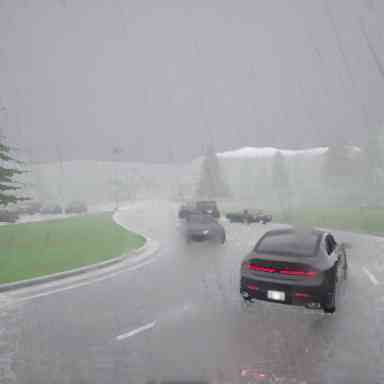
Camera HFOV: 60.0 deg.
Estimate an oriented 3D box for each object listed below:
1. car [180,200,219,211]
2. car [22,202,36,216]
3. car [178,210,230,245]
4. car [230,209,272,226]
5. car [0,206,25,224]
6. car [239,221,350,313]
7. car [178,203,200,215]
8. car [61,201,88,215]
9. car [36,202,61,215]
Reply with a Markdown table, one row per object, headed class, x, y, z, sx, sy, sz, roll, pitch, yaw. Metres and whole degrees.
| class | x | y | z | sx | sy | sz | roll | pitch | yaw |
| --- | --- | --- | --- | --- | --- | --- | --- | --- | --- |
| car | 0.544 | 1.756 | 28.878 | 2.150 | 2.045 | 5.566 | -1 | -1 | -19 |
| car | -25.013 | 2.551 | 51.516 | 2.150 | 2.045 | 5.566 | -1 | -1 | -1 |
| car | 0.431 | 1.891 | 17.582 | 1.994 | 1.385 | 4.181 | -1 | -1 | -7 |
| car | 4.620 | 2.055 | 27.784 | 1.895 | 1.301 | 4.718 | 0 | -1 | -20 |
| car | -18.863 | 2.422 | 31.762 | 2.033 | 1.411 | 5.357 | -1 | -1 | 10 |
| car | 2.639 | 1.624 | 8.087 | 1.837 | 1.490 | 4.892 | 0 | -1 | 28 |
| car | -0.535 | 2.365 | 46.396 | 2.128 | 1.511 | 4.902 | -1 | -1 | -12 |
| car | -18.032 | 2.458 | 52.060 | 2.150 | 2.045 | 5.566 | -1 | -1 | -1 |
| car | -21.515 | 2.622 | 51.016 | 2.097 | 1.767 | 4.553 | -1 | -1 | -1 |
